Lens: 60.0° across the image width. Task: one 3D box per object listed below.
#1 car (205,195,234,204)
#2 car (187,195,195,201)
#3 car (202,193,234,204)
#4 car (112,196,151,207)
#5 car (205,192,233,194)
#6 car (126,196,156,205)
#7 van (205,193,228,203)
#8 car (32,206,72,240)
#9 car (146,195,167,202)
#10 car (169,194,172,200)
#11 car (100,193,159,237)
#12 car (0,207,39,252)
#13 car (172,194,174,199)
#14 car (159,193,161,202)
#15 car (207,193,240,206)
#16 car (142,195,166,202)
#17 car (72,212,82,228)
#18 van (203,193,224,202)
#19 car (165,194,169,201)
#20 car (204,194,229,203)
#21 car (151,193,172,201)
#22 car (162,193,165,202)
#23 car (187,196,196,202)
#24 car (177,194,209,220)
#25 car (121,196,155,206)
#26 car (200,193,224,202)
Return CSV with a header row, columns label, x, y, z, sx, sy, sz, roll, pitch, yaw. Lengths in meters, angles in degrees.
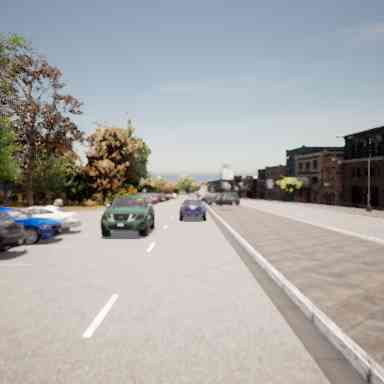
label,x,y,z,sx,sy,sz,roll,pitch,yaw
car,4.662,1.358,57.615,4.892,1.521,2.231,0,0,0
car,-0.159,1.570,85.605,2.033,1.411,5.357,0,-1,0
car,4.634,1.120,60.422,5.566,2.045,2.435,0,0,0
car,-8.389,1.341,46.429,5.008,1.535,2.097,0,0,0
car,4.649,1.090,52.012,5.566,2.045,2.435,0,0,0
car,-8.409,1.391,54.784,4.674,1.452,2.002,0,0,0
van,4.765,1.179,66.027,4.442,1.987,1.878,0,0,0
car,-8.361,1.434,14.795,5.008,1.535,2.097,0,0,0
car,-8.503,1.527,79.846,4.792,1.488,2.163,0,0,0
car,-8.456,1.266,82.631,5.566,2.045,2.435,0,0,0
car,-3.281,1.169,18.061,2.150,2.045,5.566,0,0,0
car,-8.345,1.445,11.522,4.892,1.521,2.231,0,0,0
car,-8.483,1.336,90.986,5.566,2.045,2.435,0,-1,0
car,-8.386,1.248,60.353,4.553,1.767,2.185,0,0,0
car,4.688,1.340,49.210,4.892,1.521,2.231,0,0,0
car,-8.450,1.461,74.276,5.008,1.535,2.097,0,0,0
car,-8.357,1.464,17.944,4.674,1.452,2.002,0,0,0
van,4.516,1.215,71.633,4.442,1.987,1.878,0,0,0
car,-8.261,1.440,71.490,5.366,1.575,1.946,0,0,0
car,4.688,1.261,63.222,4.553,1.767,2.185,0,0,0
car,-8.492,1.362,93.648,5.566,2.045,2.435,0,-1,0
car,-8.436,1.465,68.705,4.674,1.452,2.002,0,0,0
car,-0.125,1.583,75.608,1.895,1.301,4.718,0,0,0
car,0.064,1.265,27.459,2.097,1.767,4.553,0,0,0
car,-8.407,1.343,51.997,5.008,1.535,2.097,0,0,0
car,4.586,1.226,77.241,5.566,2.045,2.435,0,0,0
